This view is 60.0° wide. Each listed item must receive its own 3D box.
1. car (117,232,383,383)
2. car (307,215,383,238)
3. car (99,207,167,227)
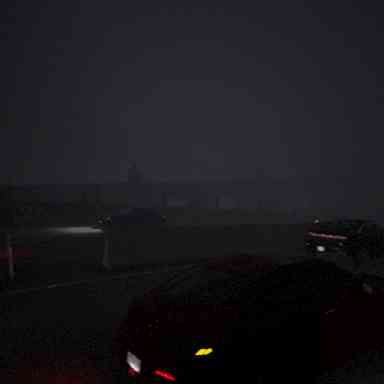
[{"bbox_3d":[1.291,1.548,4.667,4.674,1.442,1.812,1,0,-35],"label":"car"},{"bbox_3d":[6.283,1.791,12.528,4.902,1.511,2.128,3,-2,-35],"label":"car"},{"bbox_3d":[-3.935,1.717,22.652,4.674,1.442,1.812,3,-2,-35],"label":"car"}]
